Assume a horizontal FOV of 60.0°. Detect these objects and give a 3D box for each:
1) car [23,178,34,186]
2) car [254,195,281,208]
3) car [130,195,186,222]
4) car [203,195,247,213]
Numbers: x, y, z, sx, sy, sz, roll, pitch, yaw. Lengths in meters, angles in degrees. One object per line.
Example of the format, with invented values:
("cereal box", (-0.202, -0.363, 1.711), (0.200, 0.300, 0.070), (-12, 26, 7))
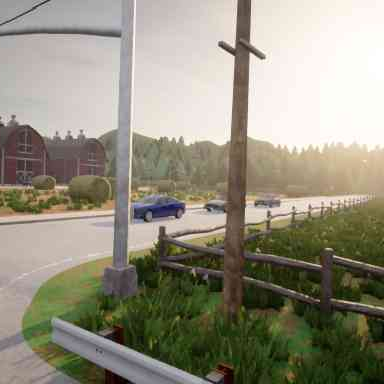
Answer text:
("car", (-38.870, -2.310, 79.364), (1.905, 1.878, 3.866), (8, 2, -13))
("car", (8.613, 1.001, 37.796), (1.994, 1.385, 4.181), (3, 2, 33))
("car", (-2.352, 0.947, 21.185), (1.882, 1.535, 5.008), (3, 2, 33))
("car", (3.092, 1.000, 29.444), (2.033, 1.411, 5.357), (3, 2, 33))
